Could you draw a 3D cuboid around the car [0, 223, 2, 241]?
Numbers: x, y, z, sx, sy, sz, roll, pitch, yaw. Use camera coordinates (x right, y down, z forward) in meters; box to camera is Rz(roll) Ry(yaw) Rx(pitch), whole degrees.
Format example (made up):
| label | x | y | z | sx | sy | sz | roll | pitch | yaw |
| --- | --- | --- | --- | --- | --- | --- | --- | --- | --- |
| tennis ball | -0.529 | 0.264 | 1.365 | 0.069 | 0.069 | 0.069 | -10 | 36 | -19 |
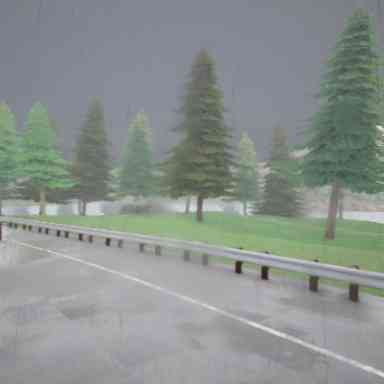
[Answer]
| label | x | y | z | sx | sy | sz | roll | pitch | yaw |
| --- | --- | --- | --- | --- | --- | --- | --- | --- | --- |
| car | -10.485 | 1.651 | 15.345 | 5.008 | 1.535 | 1.882 | -1 | -1 | 42 |
